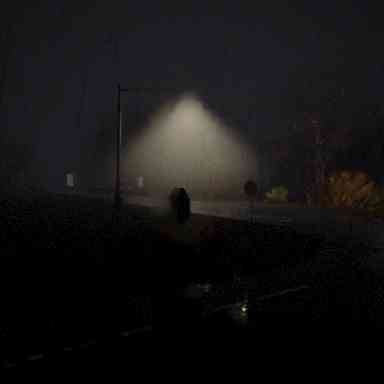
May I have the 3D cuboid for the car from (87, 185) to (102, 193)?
[{"bbox_3d":[-17.426,-0.565,59.896,1.882,1.535,5.008,0,2,-35],"label":"car"}]

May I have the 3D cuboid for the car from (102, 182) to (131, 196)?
[{"bbox_3d":[-11.405,-0.486,51.414,2.150,2.045,5.566,0,2,-35],"label":"car"}]
